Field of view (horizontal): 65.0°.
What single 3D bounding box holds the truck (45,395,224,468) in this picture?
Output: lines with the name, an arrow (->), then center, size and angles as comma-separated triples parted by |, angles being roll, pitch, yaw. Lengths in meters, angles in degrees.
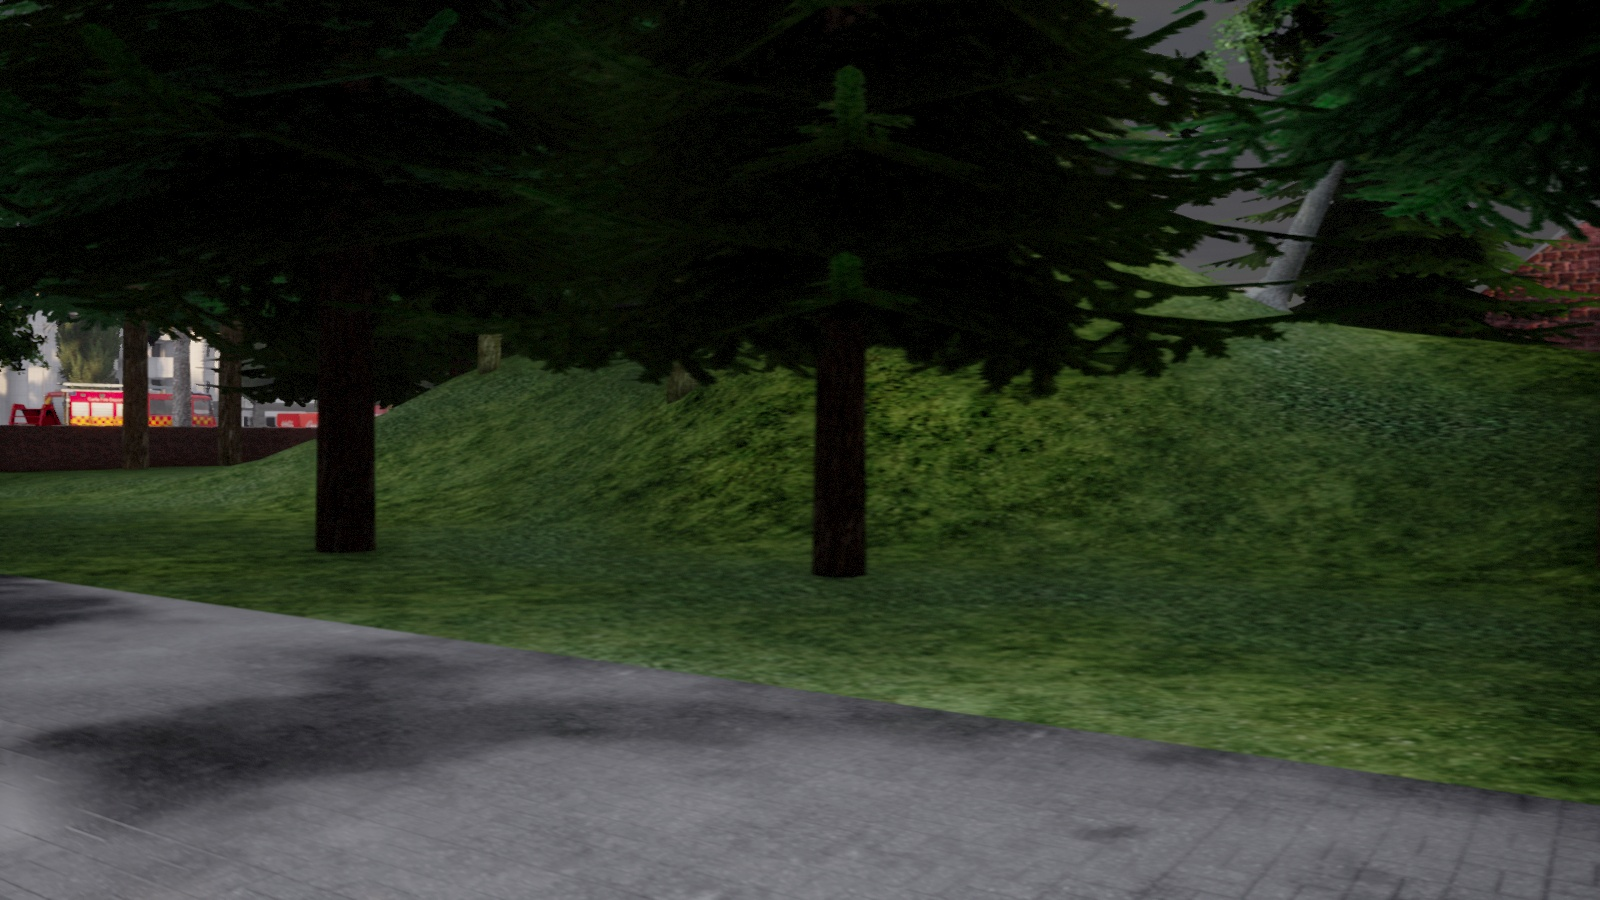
truck -> -37.121, -1.058, 70.418 | 2.891, 3.827, 8.468 | 0, 1, 34

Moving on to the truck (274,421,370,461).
truck -> -30.522, -0.575, 80.335 | 2.627, 2.467, 5.204 | 0, 1, 34
